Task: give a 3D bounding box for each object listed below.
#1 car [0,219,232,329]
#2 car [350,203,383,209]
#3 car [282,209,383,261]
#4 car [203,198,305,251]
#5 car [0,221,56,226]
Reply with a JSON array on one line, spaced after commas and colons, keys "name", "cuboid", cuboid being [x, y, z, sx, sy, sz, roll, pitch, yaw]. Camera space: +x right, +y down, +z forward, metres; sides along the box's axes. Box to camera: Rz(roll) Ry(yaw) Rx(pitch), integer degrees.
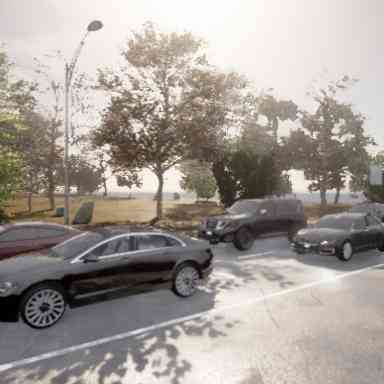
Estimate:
[{"name": "car", "cuboid": [-1.746, 1.516, 7.079, 4.902, 1.511, 2.128, 0, 0, -36]}, {"name": "car", "cuboid": [10.960, 1.498, 20.962, 4.553, 1.767, 2.097, 1, 0, -38]}, {"name": "car", "cuboid": [5.830, 1.580, 12.679, 4.892, 1.490, 1.837, 0, 0, -37]}, {"name": "car", "cuboid": [2.909, 1.295, 14.863, 5.566, 2.045, 2.150, 0, 0, -36]}, {"name": "car", "cuboid": [-4.855, 1.548, 9.162, 4.674, 1.442, 1.812, 0, 0, -36]}]
